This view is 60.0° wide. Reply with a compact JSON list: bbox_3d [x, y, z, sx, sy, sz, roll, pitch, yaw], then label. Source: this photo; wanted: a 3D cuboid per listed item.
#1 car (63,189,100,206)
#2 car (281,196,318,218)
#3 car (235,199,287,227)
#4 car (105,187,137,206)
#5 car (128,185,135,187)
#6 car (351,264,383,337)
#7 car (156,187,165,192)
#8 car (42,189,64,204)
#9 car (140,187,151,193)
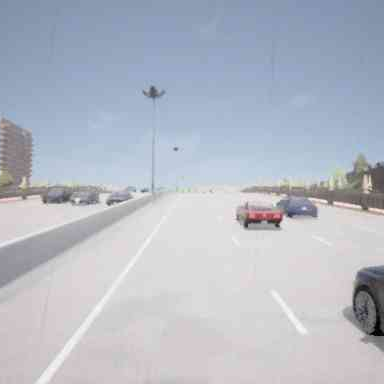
[{"bbox_3d":[-10.595,0.512,33.208,2.128,1.511,4.902,0,2,0],"label":"car"},{"bbox_3d":[7.082,0.938,22.943,1.994,1.385,4.181,0,2,0],"label":"car"},{"bbox_3d":[3.559,1.126,18.518,1.895,1.301,4.718,0,2,0],"label":"car"},{"bbox_3d":[-7.102,0.573,33.070,2.033,1.411,5.357,0,2,0],"label":"car"},{"bbox_3d":[-13.997,-0.746,76.343,2.097,1.767,4.553,0,-1,0],"label":"car"},{"bbox_3d":[3.559,1.465,3.634,2.128,1.511,4.902,0,1,0],"label":"car"},{"bbox_3d":[-6.997,-0.485,75.269,1.882,1.535,5.008,0,-1,0],"label":"car"},{"bbox_3d":[-14.091,0.431,35.157,1.882,1.535,5.008,0,2,0],"label":"car"},{"bbox_3d":[-10.497,-0.423,75.268,2.033,1.411,5.357,0,-1,0],"label":"car"}]
